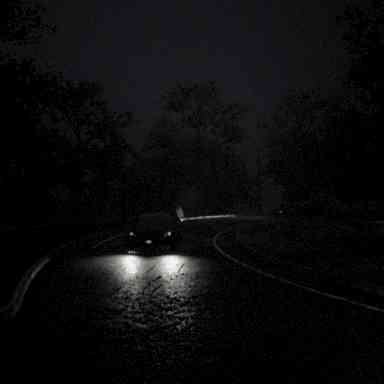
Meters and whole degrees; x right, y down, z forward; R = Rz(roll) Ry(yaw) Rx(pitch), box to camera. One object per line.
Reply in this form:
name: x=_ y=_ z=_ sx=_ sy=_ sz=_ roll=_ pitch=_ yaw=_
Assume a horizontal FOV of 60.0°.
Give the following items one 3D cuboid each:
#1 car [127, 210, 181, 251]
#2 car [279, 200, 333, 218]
car: x=-1.478 y=1.525 z=14.349 sx=1.812 sy=1.442 sz=4.674 roll=-1 pitch=0 yaw=2
car: x=10.167 y=1.490 z=29.744 sx=4.902 sy=1.511 sz=2.128 roll=0 pitch=0 yaw=-13
